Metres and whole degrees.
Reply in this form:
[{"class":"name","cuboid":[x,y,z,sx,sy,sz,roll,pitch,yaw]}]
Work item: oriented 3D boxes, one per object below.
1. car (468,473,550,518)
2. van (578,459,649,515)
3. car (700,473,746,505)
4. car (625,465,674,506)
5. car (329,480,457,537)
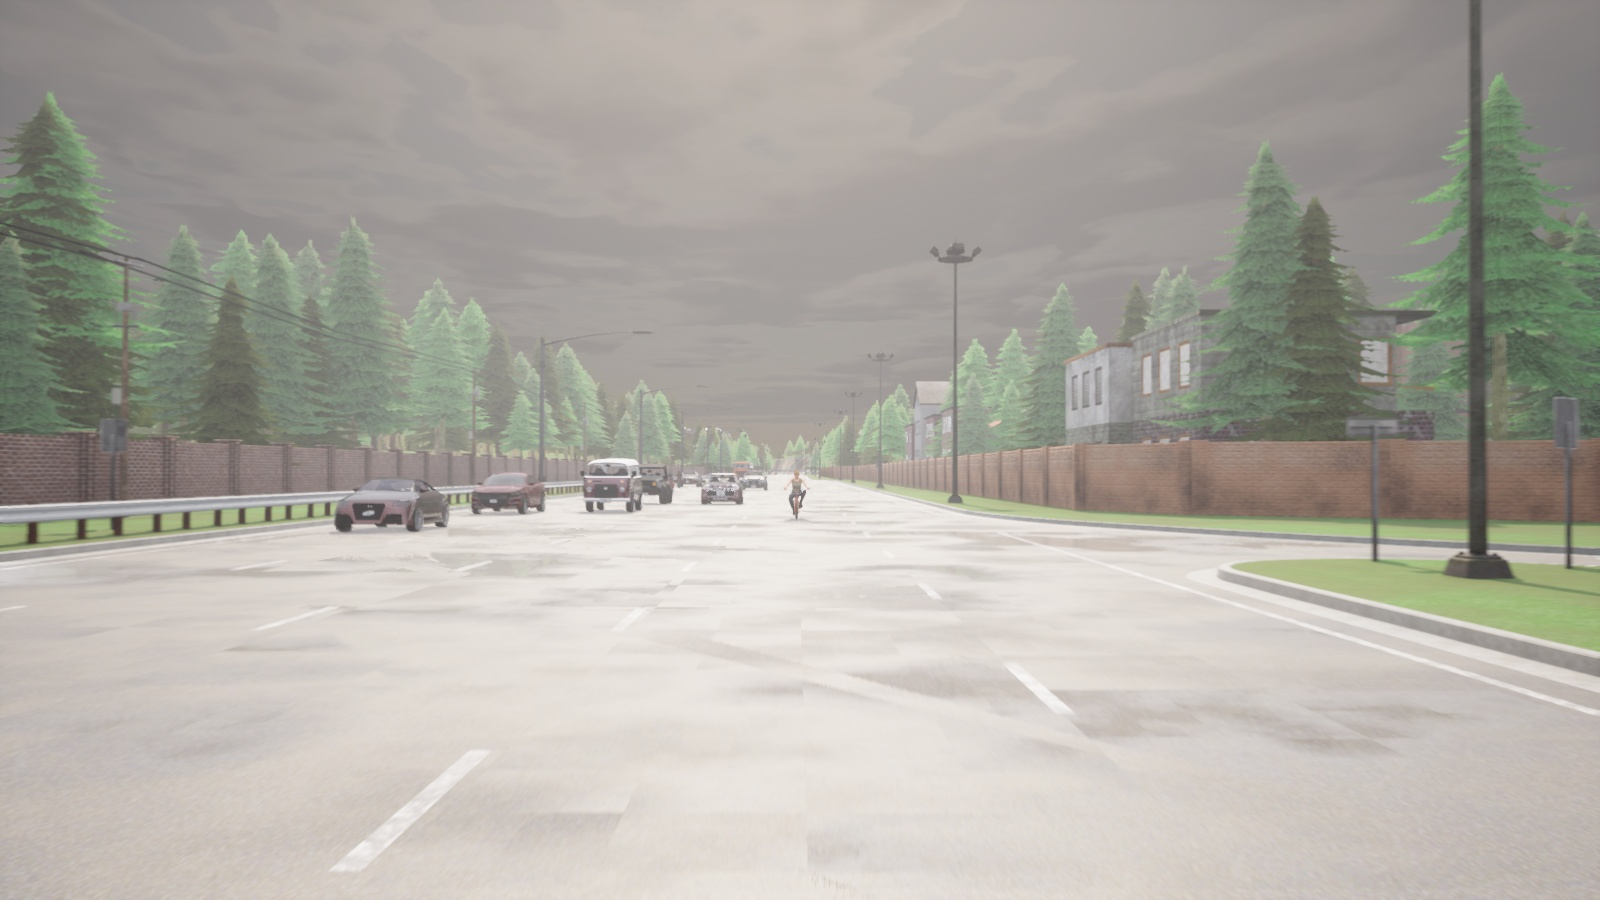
[{"class":"car","cuboid":[-10.613,1.626,46.158,1.882,1.535,5.008,0,-1,0]},{"class":"van","cuboid":[-7.119,1.395,48.356,2.069,2.038,4.480,0,-1,0]},{"class":"car","cuboid":[-3.646,1.821,59.868,1.970,1.475,3.806,0,-1,0]},{"class":"car","cuboid":[-7.147,1.668,60.018,1.905,1.878,3.866,0,-1,0]},{"class":"car","cuboid":[-10.580,1.486,32.964,1.994,1.385,4.181,0,-1,0]}]
